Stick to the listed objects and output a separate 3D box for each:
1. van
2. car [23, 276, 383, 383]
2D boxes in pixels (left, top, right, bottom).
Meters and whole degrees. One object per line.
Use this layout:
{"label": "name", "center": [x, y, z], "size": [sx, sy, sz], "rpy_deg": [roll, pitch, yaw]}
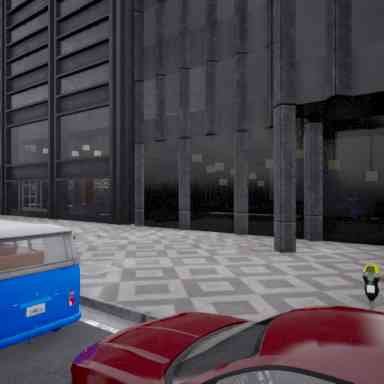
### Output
{"label": "van", "center": [-3.593, 1.341, 5.531], "size": [3.998, 1.788, 1.690], "rpy_deg": [0, 0, 36]}
{"label": "car", "center": [0.971, 1.545, 2.272], "size": [4.507, 1.381, 1.887], "rpy_deg": [0, 0, 36]}
